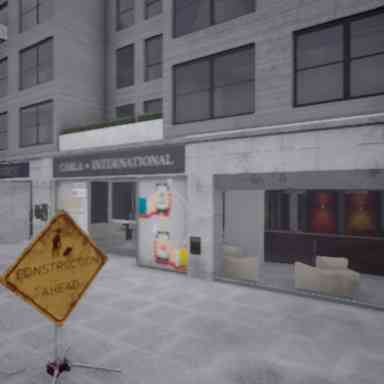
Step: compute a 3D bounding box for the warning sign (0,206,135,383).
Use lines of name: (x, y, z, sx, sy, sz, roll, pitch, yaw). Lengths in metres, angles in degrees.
warning sign: (-1.490, 1.124, 3.728, 1.060, 1.860, 1.300, 0, 0, 35)
